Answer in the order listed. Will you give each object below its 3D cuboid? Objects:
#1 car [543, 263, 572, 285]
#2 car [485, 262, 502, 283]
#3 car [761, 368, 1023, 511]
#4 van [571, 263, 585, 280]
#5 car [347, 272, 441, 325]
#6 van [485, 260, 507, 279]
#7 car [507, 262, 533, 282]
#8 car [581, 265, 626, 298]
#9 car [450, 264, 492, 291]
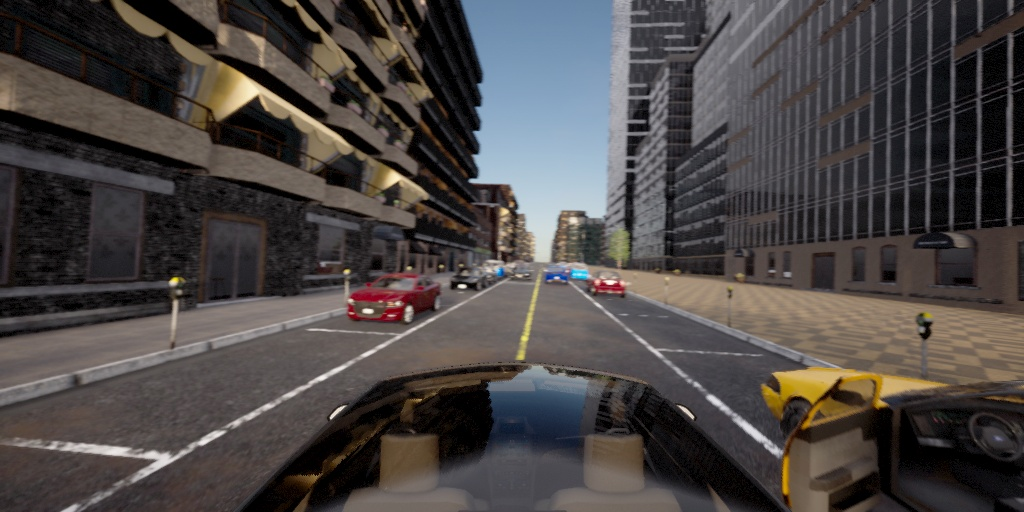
[{"bbox_3d":[3.860,1.639,31.373,1.882,1.535,5.008,2,0,5],"label":"car"},{"bbox_3d":[-2.212,1.453,28.396,2.007,1.370,4.403,0,0,5],"label":"car"},{"bbox_3d":[3.583,1.344,1.830,1.801,1.575,5.366,2,-1,5],"label":"car"},{"bbox_3d":[7.092,1.693,38.767,1.690,1.789,3.998,0,0,5],"label":"van"},{"bbox_3d":[-3.653,1.244,11.751,1.888,1.381,4.507,0,0,5],"label":"car"},{"bbox_3d":[-1.732,1.311,33.945,1.690,1.789,3.998,0,0,5],"label":"van"},{"bbox_3d":[0.914,1.577,33.790,1.837,1.490,4.892,2,-1,5],"label":"car"},{"bbox_3d":[5.651,1.587,22.121,1.967,1.591,4.097,0,0,5],"label":"car"},{"bbox_3d":[-2.692,1.400,22.848,1.948,1.339,4.313,0,0,5],"label":"car"}]
